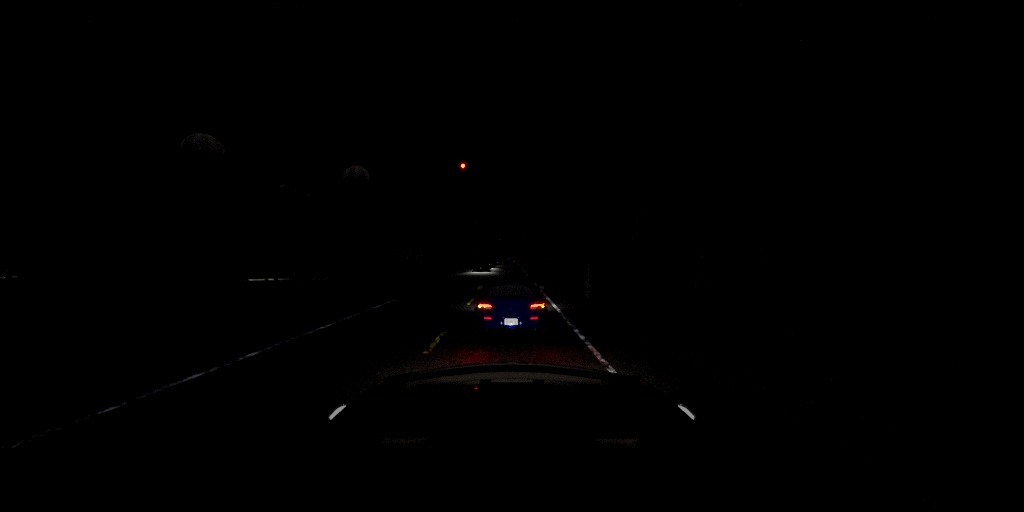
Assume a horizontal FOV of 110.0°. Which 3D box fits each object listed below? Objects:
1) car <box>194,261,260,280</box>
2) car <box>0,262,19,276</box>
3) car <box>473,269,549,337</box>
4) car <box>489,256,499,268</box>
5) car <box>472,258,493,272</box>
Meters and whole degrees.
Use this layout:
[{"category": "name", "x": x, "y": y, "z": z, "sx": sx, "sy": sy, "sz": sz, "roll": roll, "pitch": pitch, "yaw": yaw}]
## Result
[{"category": "car", "x": -22.543, "y": 1.116, "z": 28.428, "sx": 4.181, "sy": 1.385, "sz": 1.994, "roll": 1, "pitch": 0, "yaw": 0}, {"category": "car", "x": -42.146, "y": 0.893, "z": 28.247, "sx": 4.674, "sy": 1.442, "sz": 1.812, "roll": 1, "pitch": 0, "yaw": 0}, {"category": "car", "x": -0.030, "y": 1.274, "z": 10.165, "sx": 1.812, "sy": 1.442, "sz": 4.674, "roll": 0, "pitch": 0, "yaw": 0}, {"category": "car", "x": -3.811, "y": 1.185, "z": 59.828, "sx": 2.128, "sy": 1.511, "sz": 4.902, "roll": 0, "pitch": 1, "yaw": 0}, {"category": "car", "x": -3.771, "y": 1.284, "z": 44.905, "sx": 1.994, "sy": 1.385, "sz": 4.181, "roll": 0, "pitch": 0, "yaw": 0}]
